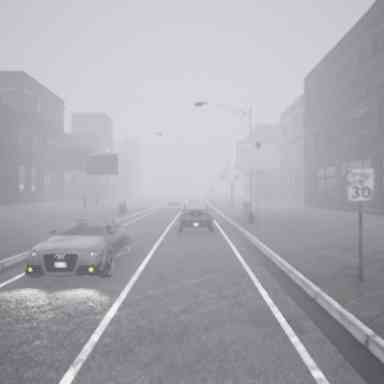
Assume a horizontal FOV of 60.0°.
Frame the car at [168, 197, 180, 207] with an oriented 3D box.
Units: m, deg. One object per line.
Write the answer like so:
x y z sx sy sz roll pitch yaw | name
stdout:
-2.728 1.503 52.468 2.033 1.411 5.357 0 1 1 | car

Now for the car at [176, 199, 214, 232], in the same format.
0.218 1.371 19.031 1.837 1.490 4.892 0 0 0 | car

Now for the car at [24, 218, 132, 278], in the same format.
-3.041 1.476 9.701 1.994 1.385 4.181 0 1 0 | car

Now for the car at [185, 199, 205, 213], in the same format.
0.334 1.511 37.525 2.033 1.411 5.357 0 0 0 | car
